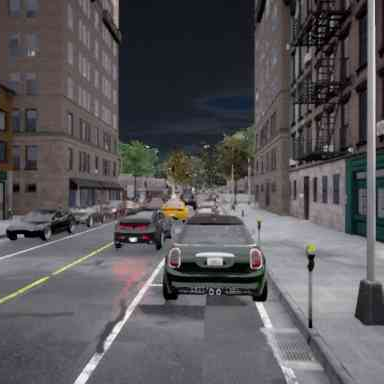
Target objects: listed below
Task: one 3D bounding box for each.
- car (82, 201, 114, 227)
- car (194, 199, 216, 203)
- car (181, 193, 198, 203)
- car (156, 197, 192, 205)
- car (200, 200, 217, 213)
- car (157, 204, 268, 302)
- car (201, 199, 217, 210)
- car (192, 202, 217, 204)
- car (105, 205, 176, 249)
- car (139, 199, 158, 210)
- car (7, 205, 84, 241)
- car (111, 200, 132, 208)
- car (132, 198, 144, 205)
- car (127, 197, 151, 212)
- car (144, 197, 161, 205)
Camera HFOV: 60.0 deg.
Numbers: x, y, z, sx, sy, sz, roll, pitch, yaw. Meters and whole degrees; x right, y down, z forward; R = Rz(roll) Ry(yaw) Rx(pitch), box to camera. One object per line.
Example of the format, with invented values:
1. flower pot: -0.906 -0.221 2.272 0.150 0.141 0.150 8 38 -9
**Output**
1. car: -7.027 1.541 22.205 2.008 1.369 4.403 0 0 3
2. car: 1.315 1.522 27.421 1.752 1.417 4.829 0 0 3
3. car: -0.411 1.217 43.621 2.150 2.045 5.566 0 -1 5
4. car: -1.295 1.473 26.252 1.882 1.535 5.008 0 0 3
5. car: 1.947 1.584 38.269 1.802 1.307 4.206 0 0 3
6. car: 0.563 1.350 8.491 2.097 1.767 4.553 0 0 3
7. car: 2.268 1.571 43.778 1.947 1.339 4.313 0 0 3
8. car: 0.984 1.577 21.742 1.802 1.307 4.206 0 0 3
9. car: -1.984 1.496 14.444 1.837 1.490 4.892 0 -1 3
10. car: -5.744 1.581 44.243 1.802 1.307 4.206 0 0 3
11. car: -7.348 1.556 16.696 1.947 1.339 4.313 0 0 3
12. car: -6.707 1.432 27.715 1.967 1.590 4.097 0 0 3
13. car: -6.396 1.519 33.054 1.752 1.417 4.829 0 0 3
14. car: -6.065 1.437 38.734 1.967 1.590 4.097 0 0 3
15. car: -3.757 1.348 34.522 2.097 1.767 4.553 0 0 3
